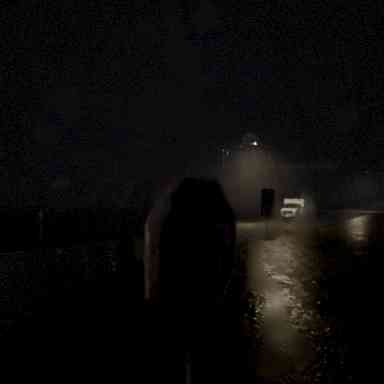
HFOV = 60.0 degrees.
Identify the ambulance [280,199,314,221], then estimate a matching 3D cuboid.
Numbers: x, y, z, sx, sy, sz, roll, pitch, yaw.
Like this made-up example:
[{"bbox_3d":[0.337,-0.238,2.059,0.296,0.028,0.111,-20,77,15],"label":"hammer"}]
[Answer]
[{"bbox_3d":[12.332,2.036,39.183,2.351,2.431,6.366,0,-1,36],"label":"ambulance"}]
